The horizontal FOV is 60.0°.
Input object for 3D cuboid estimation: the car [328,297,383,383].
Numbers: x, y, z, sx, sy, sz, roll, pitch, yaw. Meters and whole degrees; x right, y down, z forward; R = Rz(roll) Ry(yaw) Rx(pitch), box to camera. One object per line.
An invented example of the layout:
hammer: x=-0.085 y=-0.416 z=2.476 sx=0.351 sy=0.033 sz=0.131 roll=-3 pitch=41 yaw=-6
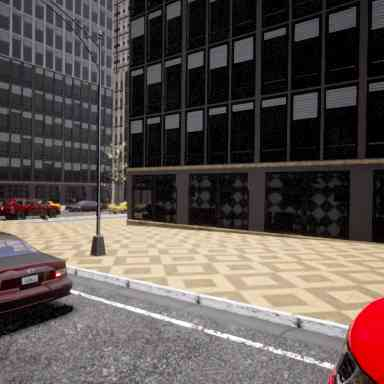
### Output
car: x=3.456 y=1.222 z=1.210 sx=5.566 sy=2.045 sz=2.150 roll=0 pitch=0 yaw=36

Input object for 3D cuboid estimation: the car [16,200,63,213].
car: x=-17.898 y=1.643 z=39.199 sx=1.752 sy=1.417 sz=4.829 roll=1 pitch=0 yaw=37

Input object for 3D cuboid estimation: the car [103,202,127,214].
car: x=-7.603 y=1.830 z=39.010 sx=1.752 sy=1.417 sz=4.829 roll=1 pitch=0 yaw=37

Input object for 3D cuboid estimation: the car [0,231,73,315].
car: x=-4.819 y=1.544 z=7.137 sx=5.357 sy=1.411 sz=2.033 roll=0 pitch=0 yaw=35

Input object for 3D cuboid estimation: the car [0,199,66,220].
car: x=-14.424 y=1.519 z=29.816 sx=2.192 sy=1.841 sz=5.009 roll=1 pitch=0 yaw=37

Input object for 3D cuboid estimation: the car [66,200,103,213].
car: x=-13.039 y=1.748 z=41.389 sx=2.033 sy=1.411 sz=5.357 roll=1 pitch=0 yaw=37
